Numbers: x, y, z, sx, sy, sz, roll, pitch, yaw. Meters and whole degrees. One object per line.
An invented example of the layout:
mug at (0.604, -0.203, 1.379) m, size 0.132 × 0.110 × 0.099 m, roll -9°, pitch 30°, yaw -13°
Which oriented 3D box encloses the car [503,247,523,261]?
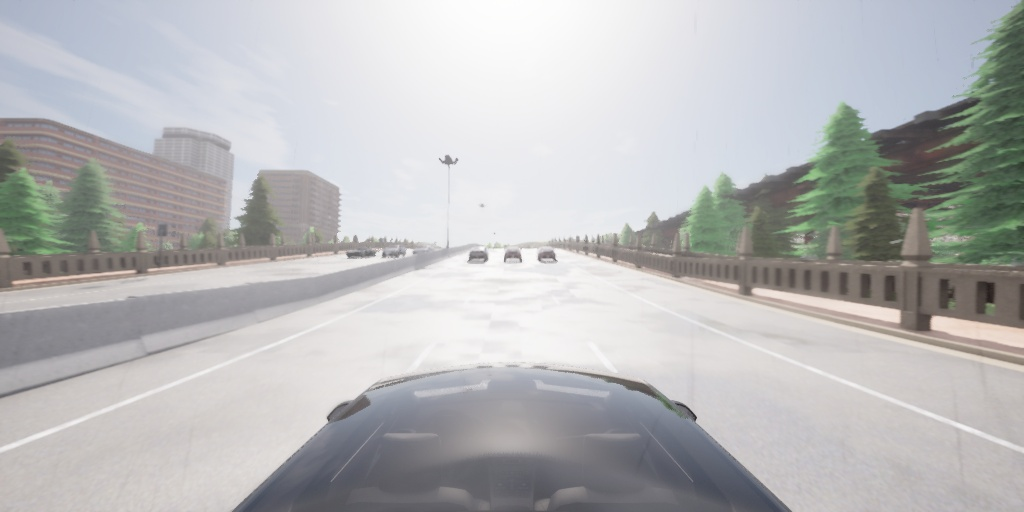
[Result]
car at (0.096, -0.269, 38.032) m, size 1.812 × 1.442 × 4.674 m, roll 0°, pitch 3°, yaw 0°

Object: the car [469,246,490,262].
car at (-3.406, -0.270, 37.434) m, size 2.128 × 1.511 × 4.902 m, roll 0°, pitch 3°, yaw 0°

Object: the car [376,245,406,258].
car at (-14.076, -0.584, 43.065) m, size 2.128 × 1.511 × 4.902 m, roll 0°, pitch 3°, yaw 0°

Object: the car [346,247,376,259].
car at (-17.580, -0.415, 41.985) m, size 1.895 × 1.301 × 4.718 m, roll 0°, pitch 3°, yaw 0°

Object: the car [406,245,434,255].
car at (-10.577, -0.578, 42.960) m, size 2.128 × 1.511 × 4.902 m, roll 0°, pitch 3°, yaw 0°

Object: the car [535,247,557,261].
car at (3.595, -0.263, 37.921) m, size 1.812 × 1.442 × 4.674 m, roll 0°, pitch 3°, yaw 0°
